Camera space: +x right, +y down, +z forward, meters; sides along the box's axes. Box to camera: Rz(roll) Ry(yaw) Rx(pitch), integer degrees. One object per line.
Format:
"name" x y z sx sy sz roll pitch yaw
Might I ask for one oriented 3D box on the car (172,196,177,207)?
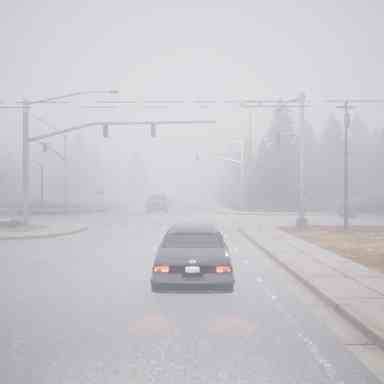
"car" -3.704 1.353 49.402 2.097 1.767 4.553 0 0 0

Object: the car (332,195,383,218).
"car" 15.531 1.248 29.618 5.566 2.045 2.150 0 0 1

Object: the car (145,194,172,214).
"car" -3.685 1.225 35.984 2.150 2.045 5.566 0 0 0

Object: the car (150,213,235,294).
"car" 0.029 1.545 8.963 2.033 1.411 5.357 0 0 0

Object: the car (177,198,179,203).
"car" -3.620 1.525 63.735 1.812 1.442 4.674 0 0 1
